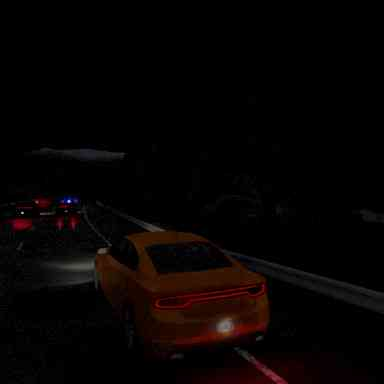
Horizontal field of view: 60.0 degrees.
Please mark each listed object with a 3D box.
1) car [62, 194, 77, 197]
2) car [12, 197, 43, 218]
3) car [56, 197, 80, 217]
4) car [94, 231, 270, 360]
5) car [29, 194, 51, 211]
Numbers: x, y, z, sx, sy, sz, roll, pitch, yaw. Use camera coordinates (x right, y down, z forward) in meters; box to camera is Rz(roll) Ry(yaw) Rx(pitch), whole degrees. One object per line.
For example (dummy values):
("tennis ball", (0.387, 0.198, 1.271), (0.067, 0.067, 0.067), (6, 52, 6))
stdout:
("car", (-15.228, 1.221, 41.466), (2.150, 2.045, 5.566), (0, 0, -18))
("car", (-15.010, 1.505, 30.175), (1.837, 1.490, 4.892), (0, 0, -19))
("car", (-11.831, 1.491, 31.556), (2.128, 1.511, 4.902), (0, 0, -19))
("car", (-0.621, 1.478, 6.291), (1.882, 1.535, 5.008), (0, 0, -24))
("car", (-18.397, 1.221, 40.081), (2.150, 2.045, 5.566), (0, 0, -19))
